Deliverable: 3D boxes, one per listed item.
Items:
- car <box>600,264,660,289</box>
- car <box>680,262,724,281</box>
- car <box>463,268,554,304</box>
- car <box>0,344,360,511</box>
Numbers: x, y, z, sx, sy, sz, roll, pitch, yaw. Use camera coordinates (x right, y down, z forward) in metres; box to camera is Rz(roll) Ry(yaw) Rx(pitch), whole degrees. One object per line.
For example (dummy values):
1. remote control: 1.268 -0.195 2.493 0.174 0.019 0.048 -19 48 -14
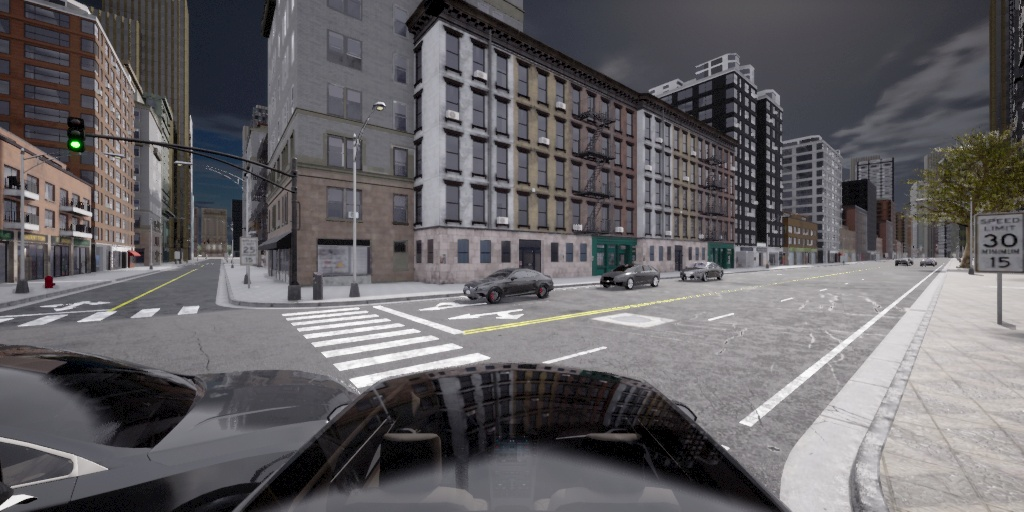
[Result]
1. car: 7.629 1.258 22.972 4.892 1.490 1.837 0 0 -39
2. car: 15.633 1.235 29.451 4.902 1.511 2.128 0 0 -39
3. car: -0.056 1.286 16.740 4.674 1.442 1.812 0 0 -39
4. car: -3.224 1.257 1.765 4.892 1.490 1.837 0 0 -35
